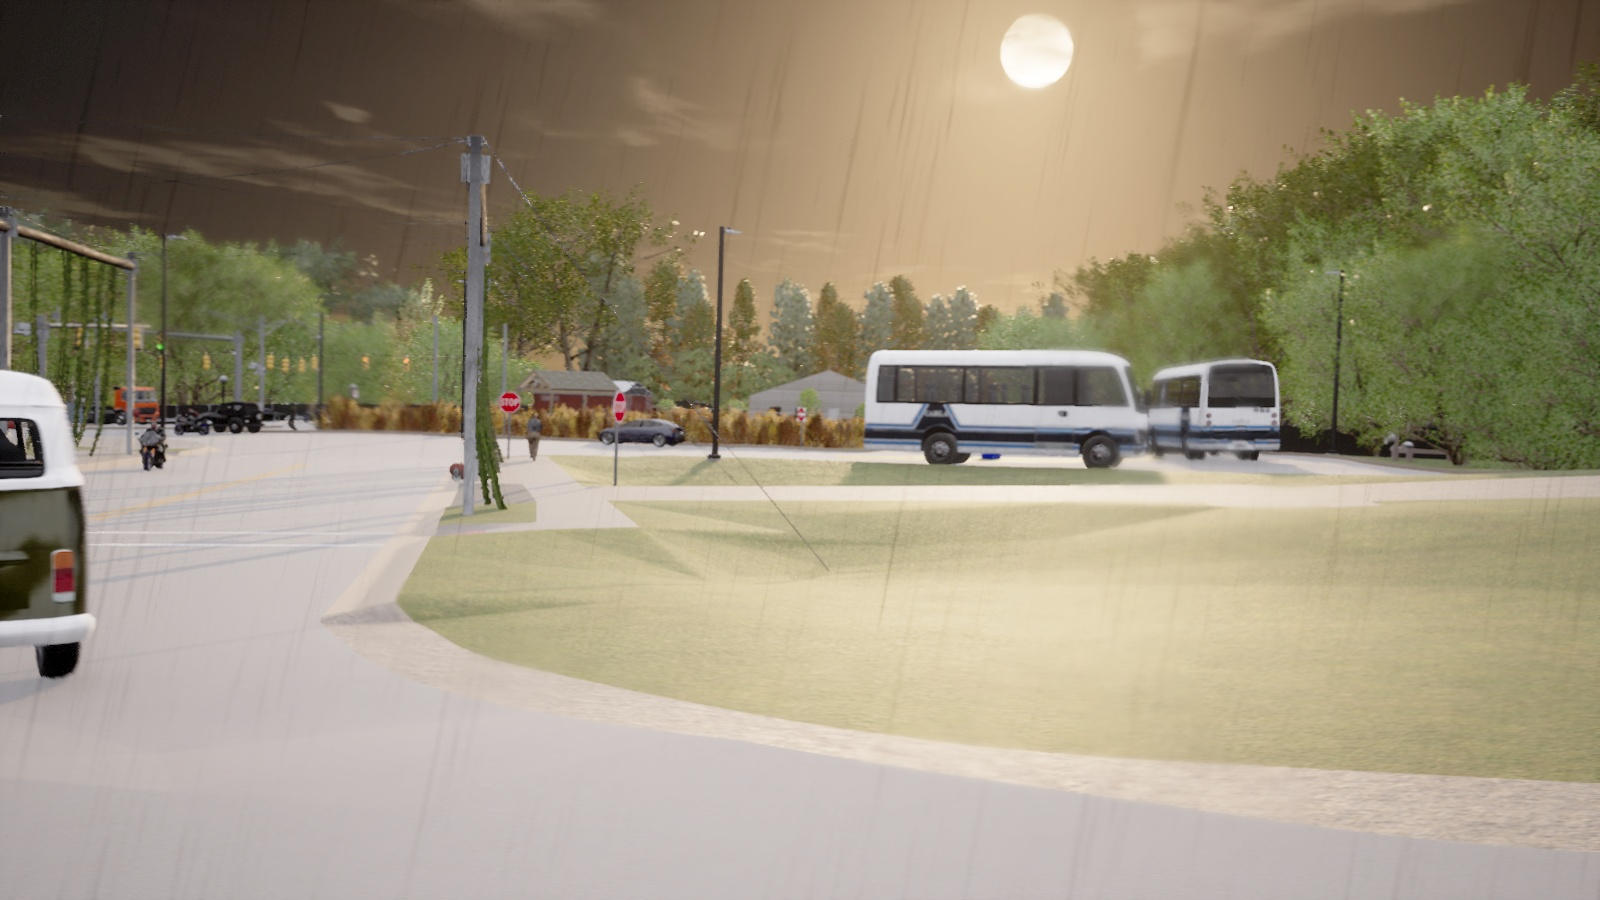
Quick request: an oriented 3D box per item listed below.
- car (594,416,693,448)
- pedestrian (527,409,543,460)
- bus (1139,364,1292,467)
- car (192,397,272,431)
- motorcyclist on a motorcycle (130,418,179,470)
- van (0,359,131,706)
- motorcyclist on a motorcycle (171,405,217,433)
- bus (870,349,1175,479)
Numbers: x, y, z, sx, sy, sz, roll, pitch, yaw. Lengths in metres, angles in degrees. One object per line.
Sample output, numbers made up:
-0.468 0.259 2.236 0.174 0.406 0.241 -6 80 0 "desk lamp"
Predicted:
-8.451 -1.002 67.996 4.792 1.488 2.163 3 3 16 "car"
-9.804 -0.574 46.448 0.540 1.848 0.694 2 3 -13 "pedestrian"
18.579 -1.572 57.151 3.944 4.253 10.273 0 2 3 "bus"
-33.051 -2.122 73.095 3.866 1.878 1.905 1 2 13 "car"
-19.932 -0.211 38.812 0.866 1.530 2.191 2 1 -15 "motorcyclist on a motorcycle"
-6.305 0.420 8.943 2.069 2.038 4.480 1 1 -36 "van"
-33.473 -1.734 69.388 2.191 1.530 0.866 1 2 11 "motorcyclist on a motorcycle"
8.107 -1.389 45.684 10.273 4.253 3.944 2 2 19 "bus"
